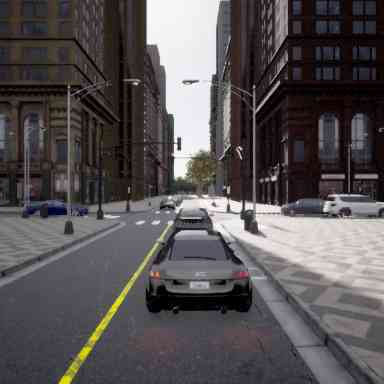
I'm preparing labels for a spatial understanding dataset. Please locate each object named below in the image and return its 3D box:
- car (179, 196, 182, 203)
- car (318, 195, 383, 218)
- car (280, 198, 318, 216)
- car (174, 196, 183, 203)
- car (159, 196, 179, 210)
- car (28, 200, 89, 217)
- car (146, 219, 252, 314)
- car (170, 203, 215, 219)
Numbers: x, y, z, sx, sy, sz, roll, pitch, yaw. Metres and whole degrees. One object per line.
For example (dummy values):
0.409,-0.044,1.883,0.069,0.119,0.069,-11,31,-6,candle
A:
-3.108,1.485,52.810,2.128,1.511,4.902,0,0,0,car
14.352,1.260,28.846,5.566,2.045,2.150,0,0,0,car
10.852,1.383,32.082,4.553,1.767,2.097,0,0,1,car
-3.024,1.537,73.457,1.812,1.442,4.674,0,0,0,car
-3.105,1.539,43.049,2.033,1.411,5.357,0,0,0,car
-11.473,1.432,28.852,5.008,1.535,1.882,0,0,0,car
0.105,1.563,7.686,1.994,1.385,4.181,0,0,-1,car
0.055,1.502,16.593,1.837,1.490,4.892,0,0,0,car
